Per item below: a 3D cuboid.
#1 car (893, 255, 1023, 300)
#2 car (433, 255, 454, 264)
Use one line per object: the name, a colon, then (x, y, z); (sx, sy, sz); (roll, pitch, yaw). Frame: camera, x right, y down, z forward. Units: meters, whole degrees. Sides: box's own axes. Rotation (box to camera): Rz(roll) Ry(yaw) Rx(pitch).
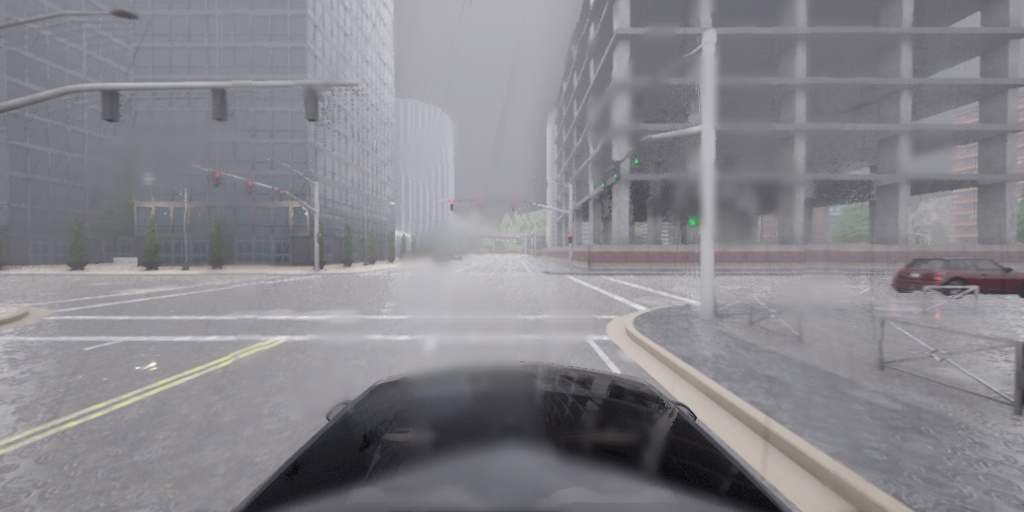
car: (19.301, 0.827, 15.249); (4.553, 1.767, 2.097); (0, 1, 0)
car: (-10.536, 0.514, 54.038); (1.994, 1.385, 4.181); (0, 1, 0)
